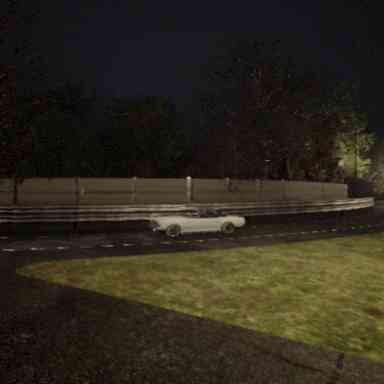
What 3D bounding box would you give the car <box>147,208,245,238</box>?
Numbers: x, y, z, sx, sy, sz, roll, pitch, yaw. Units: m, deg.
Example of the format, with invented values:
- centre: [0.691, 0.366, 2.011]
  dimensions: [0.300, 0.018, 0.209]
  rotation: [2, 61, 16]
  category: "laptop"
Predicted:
- centre: [0.189, 1.497, 16.848]
  dimensions: [4.718, 1.301, 1.895]
  rotation: [0, 0, -23]
  category: "car"
